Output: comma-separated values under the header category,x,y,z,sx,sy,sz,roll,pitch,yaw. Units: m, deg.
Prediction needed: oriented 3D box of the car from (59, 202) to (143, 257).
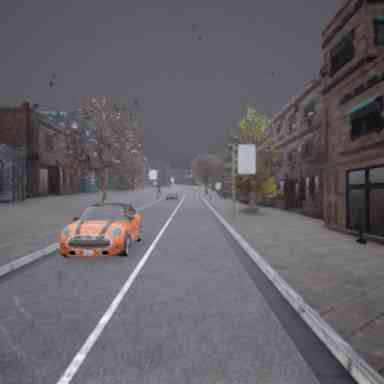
category,x,y,z,sx,sy,sz,roll,pitch,yaw
car,-3.122,1.212,12.258,2.097,1.767,4.553,0,1,0

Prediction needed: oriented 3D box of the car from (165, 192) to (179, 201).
category,x,y,z,sx,sy,sz,roll,pitch,yaw
car,-3.179,0.705,54.021,1.994,1.385,4.181,0,1,0
